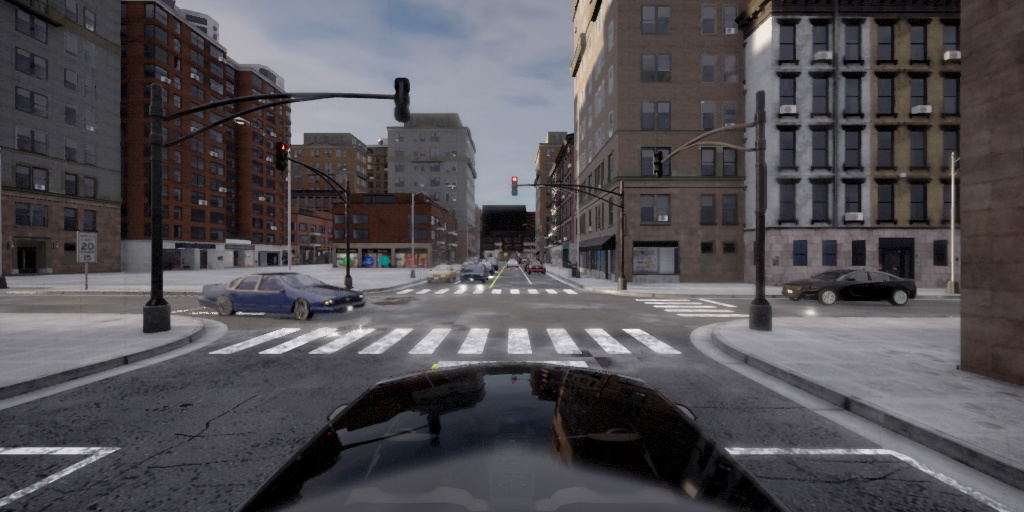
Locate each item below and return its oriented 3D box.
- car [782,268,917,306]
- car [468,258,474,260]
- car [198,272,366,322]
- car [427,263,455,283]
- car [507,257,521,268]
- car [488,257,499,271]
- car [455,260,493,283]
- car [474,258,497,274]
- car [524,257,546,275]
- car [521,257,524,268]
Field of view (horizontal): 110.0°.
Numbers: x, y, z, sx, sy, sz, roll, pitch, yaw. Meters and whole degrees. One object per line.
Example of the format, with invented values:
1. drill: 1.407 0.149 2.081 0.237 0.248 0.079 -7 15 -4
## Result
1. car: 14.774 1.310 15.873 5.008 1.535 1.882 0 0 -1
2. car: -5.382 1.302 45.068 2.007 1.370 4.403 0 0 0
3. car: -7.727 1.269 12.052 5.357 1.411 2.033 0 0 14
4. car: -5.384 1.276 27.912 1.751 1.417 4.829 0 0 0
5. car: 0.112 1.279 61.904 1.812 1.442 4.674 0 0 0
6. car: -2.827 1.230 48.706 1.882 1.535 5.008 0 0 0
7. car: -2.845 1.298 28.165 2.033 1.411 5.357 0 0 0
8. car: -2.846 1.277 38.215 1.812 1.442 4.674 0 0 0
9. car: 2.643 1.191 39.404 1.967 1.591 4.097 0 0 0
10. car: 2.644 1.066 45.066 2.192 1.841 5.009 0 0 0
